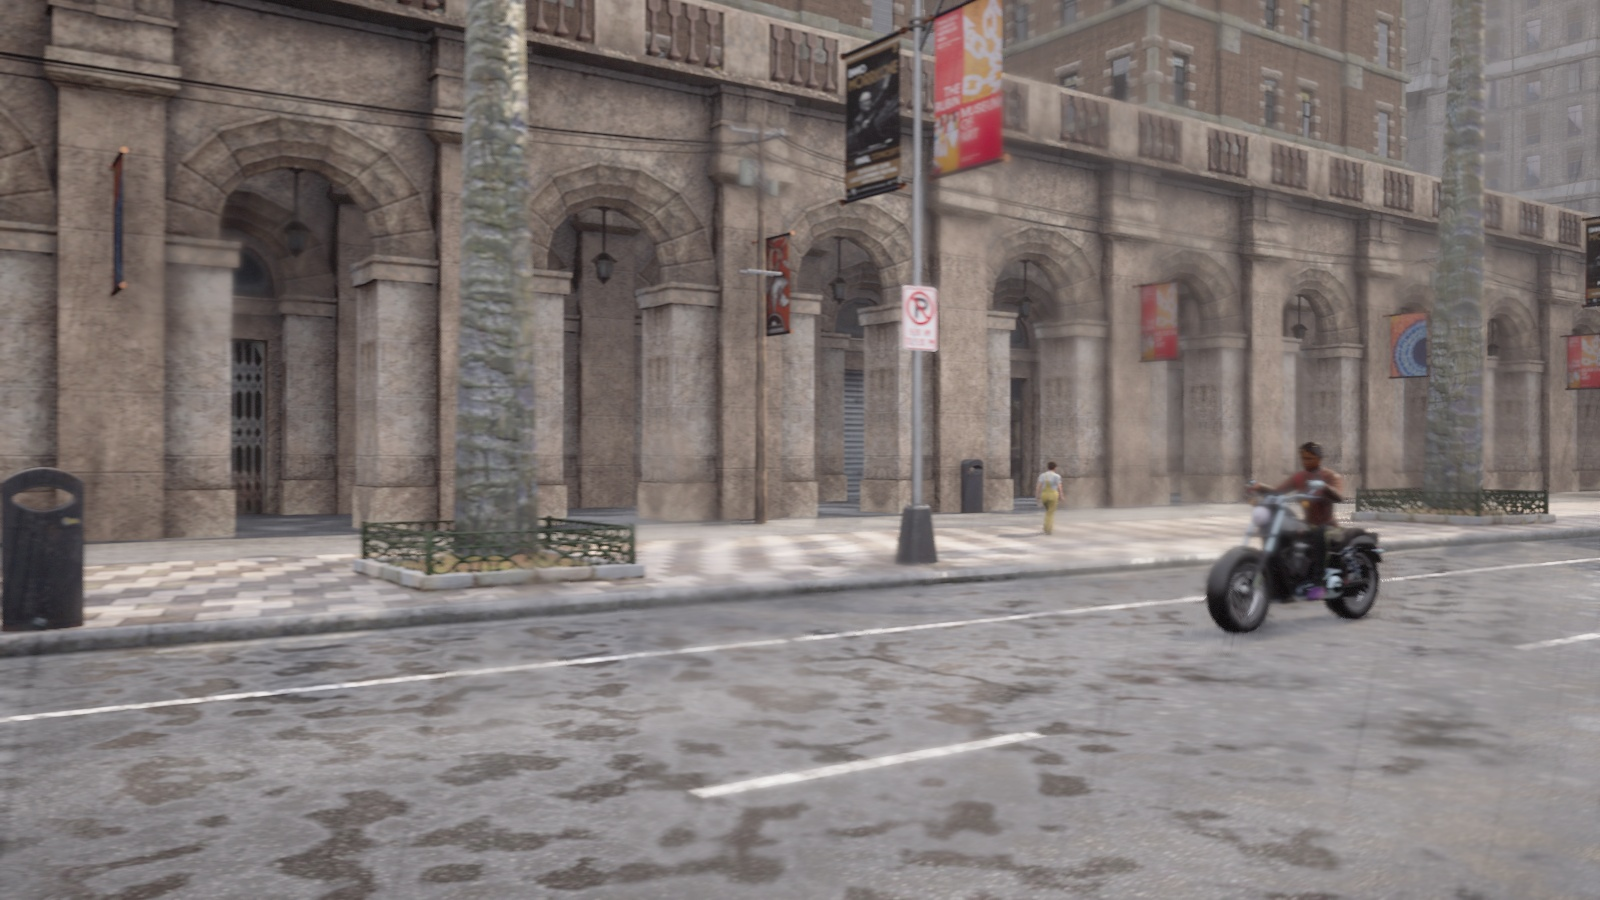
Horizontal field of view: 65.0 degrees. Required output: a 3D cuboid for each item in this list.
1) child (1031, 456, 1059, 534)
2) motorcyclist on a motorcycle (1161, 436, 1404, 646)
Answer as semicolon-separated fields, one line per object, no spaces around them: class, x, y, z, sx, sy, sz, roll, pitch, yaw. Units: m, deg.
child;4.017;0.728;20.609;0.270;1.263;0.437;0;0;41
motorcyclist on a motorcycle;4.206;0.716;10.858;2.350;1.649;0.766;0;0;-35
